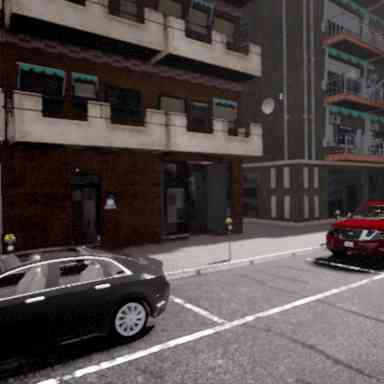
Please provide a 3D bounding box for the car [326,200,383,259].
[{"bbox_3d":[6.723,1.216,11.372,5.009,1.841,2.192,-1,0,-35],"label":"car"}]

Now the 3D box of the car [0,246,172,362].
[{"bbox_3d":[-2.394,1.545,4.864,4.403,1.369,2.008,-1,0,-35],"label":"car"}]
